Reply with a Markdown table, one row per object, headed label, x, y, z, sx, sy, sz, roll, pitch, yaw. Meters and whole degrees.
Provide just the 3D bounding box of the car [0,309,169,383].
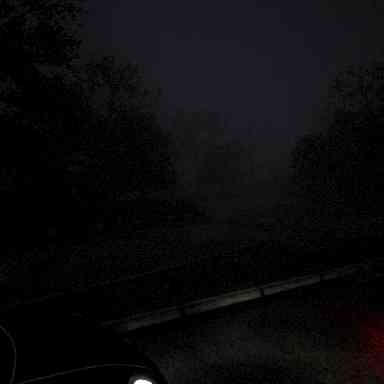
| label | x | y | z | sx | sy | sz | roll | pitch | yaw |
| --- | --- | --- | --- | --- | --- | --- | --- | --- | --- |
| car | -2.231 | 1.354 | 1.721 | 4.553 | 1.767 | 2.097 | 0 | 0 | -35 |
